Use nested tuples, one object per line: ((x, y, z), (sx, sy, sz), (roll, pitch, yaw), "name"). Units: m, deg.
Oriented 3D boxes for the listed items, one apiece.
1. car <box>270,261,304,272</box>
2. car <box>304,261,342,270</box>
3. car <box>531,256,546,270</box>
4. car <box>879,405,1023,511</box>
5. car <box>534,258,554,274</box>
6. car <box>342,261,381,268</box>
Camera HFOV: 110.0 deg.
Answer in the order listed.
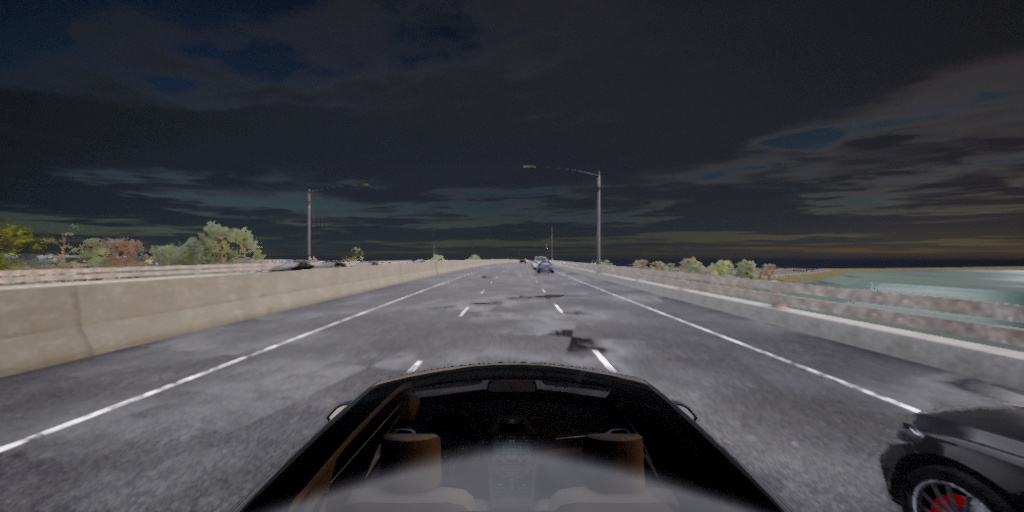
((-20.778, 1.239, 34.259), (1.882, 1.535, 5.008), (0, 0, 1), "car")
((-17.279, 1.271, 34.197), (1.837, 1.490, 4.892), (0, 0, 1), "car")
((4.283, 1.074, 54.254), (2.150, 2.045, 5.566), (0, 0, 2), "car")
((3.606, 1.281, 0.624), (1.812, 1.442, 4.674), (0, 0, 0), "car")
((3.987, 1.344, 43.305), (1.812, 1.442, 4.674), (0, 0, 1), "car")
((-13.782, 1.248, 34.086), (1.882, 1.535, 5.008), (0, 0, 1), "car")
